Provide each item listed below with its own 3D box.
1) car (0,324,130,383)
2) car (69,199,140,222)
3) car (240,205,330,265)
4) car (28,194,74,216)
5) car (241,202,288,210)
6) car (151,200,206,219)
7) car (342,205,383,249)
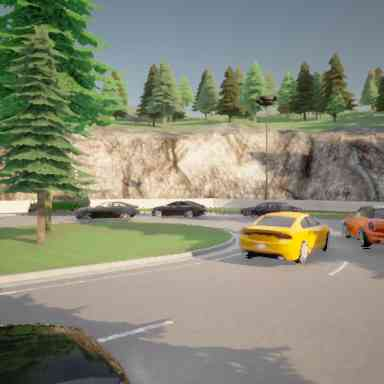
[{"bbox_3d":[-2.403,1.563,2.002,4.181,1.385,1.994,0,0,-36],"label":"car"},{"bbox_3d":[-6.549,1.490,25.876,4.902,1.511,2.128,0,-1,-5],"label":"car"},{"bbox_3d":[3.516,1.477,11.967,1.882,1.535,5.008,1,1,36],"label":"car"},{"bbox_3d":[-12.340,1.220,31.202,5.566,2.045,2.150,0,0,-24],"label":"car"},{"bbox_3d":[6.712,1.546,28.270,5.357,1.411,2.033,0,0,44],"label":"car"},{"bbox_3d":[-1.209,1.503,29.010,4.892,1.490,1.837,0,-2,19],"label":"car"},{"bbox_3d":[8.076,1.351,14.484,2.097,1.767,4.553,0,0,14],"label":"car"}]
